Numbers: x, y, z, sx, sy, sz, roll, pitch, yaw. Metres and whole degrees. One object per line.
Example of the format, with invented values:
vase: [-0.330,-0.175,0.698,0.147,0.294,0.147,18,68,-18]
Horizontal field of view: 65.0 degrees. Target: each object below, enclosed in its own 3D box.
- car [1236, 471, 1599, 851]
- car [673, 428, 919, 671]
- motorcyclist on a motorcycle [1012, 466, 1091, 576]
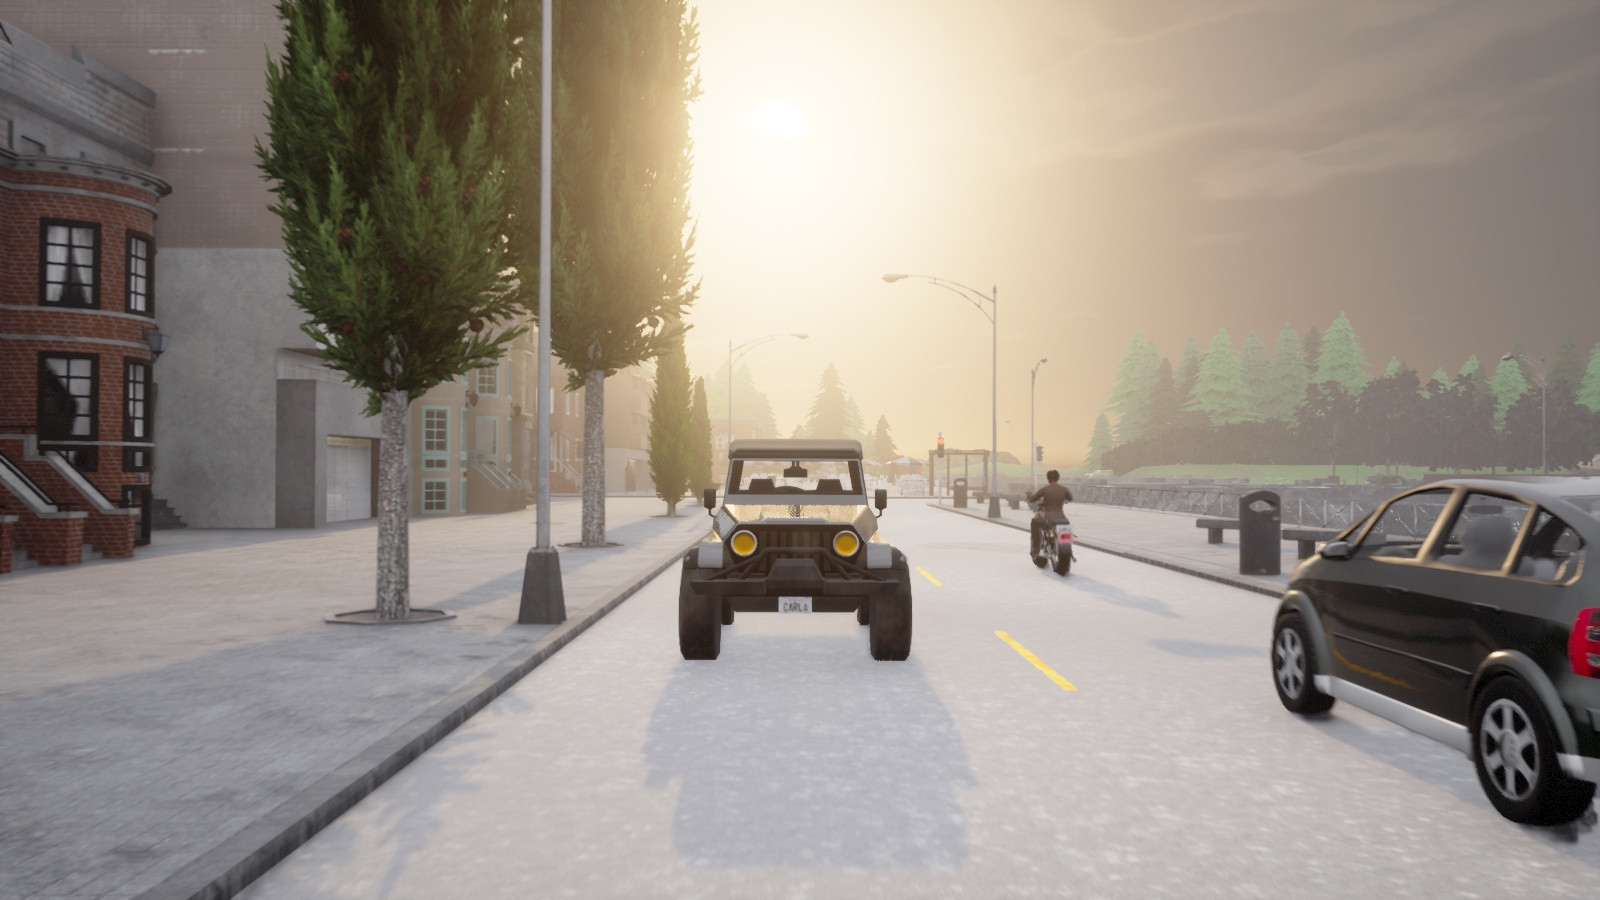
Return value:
car: [3.976,0.895,7.009,1.789,1.549,3.705,0,-1,0]
car: [-0.033,0.806,11.689,1.905,1.878,3.866,0,-1,0]
motorcyclist on a motorcycle: [3.945,1.083,19.921,0.766,1.649,2.350,0,-1,0]
